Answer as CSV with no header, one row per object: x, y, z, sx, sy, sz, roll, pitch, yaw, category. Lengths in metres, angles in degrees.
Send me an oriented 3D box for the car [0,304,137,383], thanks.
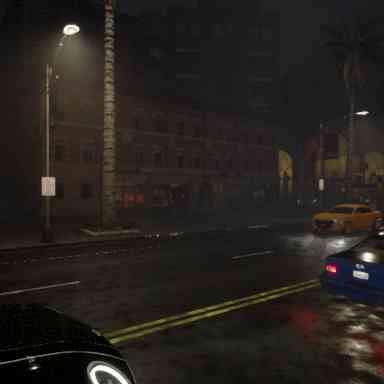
-2.539,1.352,1.880,4.553,1.767,2.097,0,0,-36,car

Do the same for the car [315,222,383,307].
5.093,1.547,7.473,5.357,1.411,2.033,0,0,-36,car

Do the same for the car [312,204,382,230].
8.948,1.477,19.070,5.008,1.535,1.882,0,0,-35,car
